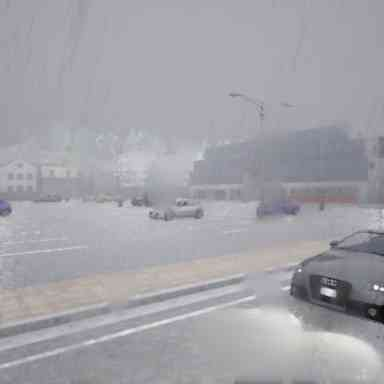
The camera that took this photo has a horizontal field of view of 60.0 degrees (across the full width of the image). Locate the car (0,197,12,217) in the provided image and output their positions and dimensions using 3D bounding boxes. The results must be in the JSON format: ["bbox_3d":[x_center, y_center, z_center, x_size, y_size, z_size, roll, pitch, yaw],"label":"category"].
[{"bbox_3d":[-16.988,1.312,27.510,3.633,1.501,1.845,-1,0,-35],"label":"car"}]

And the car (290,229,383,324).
[{"bbox_3d":[3.935,1.496,6.804,4.181,1.385,1.994,-1,0,-36],"label":"car"}]

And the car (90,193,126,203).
[{"bbox_3d":[-13.224,0.974,53.732,5.027,1.636,2.152,-1,0,-35],"label":"car"}]

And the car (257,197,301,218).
[{"bbox_3d":[6.684,1.181,25.820,3.633,1.501,1.845,-1,0,-35],"label":"car"}]

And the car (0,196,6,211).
[{"bbox_3d":[-22.690,1.293,35.716,4.514,1.523,2.007,-1,0,-35],"label":"car"}]

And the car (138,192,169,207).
[{"bbox_3d":[-3.874,0.909,41.114,4.605,1.855,1.932,-1,0,-35],"label":"car"}]

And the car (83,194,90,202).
[{"bbox_3d":[-17.173,1.058,58.802,3.806,1.475,1.970,-1,0,-35],"label":"car"}]

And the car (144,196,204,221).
[{"bbox_3d":[-1.103,1.265,24.000,3.806,1.475,1.970,-1,0,-35],"label":"car"}]

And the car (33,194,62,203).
[{"bbox_3d":[-25.046,1.194,57.755,4.514,1.523,2.007,-1,0,-35],"label":"car"}]

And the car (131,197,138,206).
[{"bbox_3d":[-5.880,0.893,43.256,3.866,1.878,1.905,-1,0,-35],"label":"car"}]
